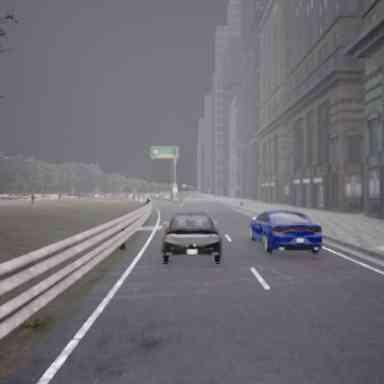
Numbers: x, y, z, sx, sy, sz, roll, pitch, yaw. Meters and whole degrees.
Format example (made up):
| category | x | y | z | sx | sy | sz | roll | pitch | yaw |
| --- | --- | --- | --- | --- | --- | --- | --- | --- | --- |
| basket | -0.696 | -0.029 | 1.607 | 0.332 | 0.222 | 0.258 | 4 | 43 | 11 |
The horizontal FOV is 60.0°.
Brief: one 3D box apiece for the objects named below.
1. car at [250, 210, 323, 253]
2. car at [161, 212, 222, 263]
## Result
| category | x | y | z | sx | sy | sz | roll | pitch | yaw |
| --- | --- | --- | --- | --- | --- | --- | --- | --- | --- |
| car | 3.590 | 1.448 | 13.500 | 1.882 | 1.535 | 5.008 | 0 | 0 | 0 |
| car | -0.048 | 1.464 | 11.802 | 2.128 | 1.511 | 4.902 | 0 | 0 | -1 |
